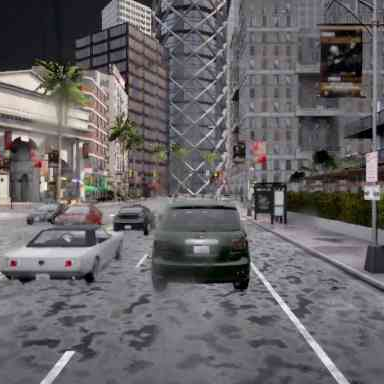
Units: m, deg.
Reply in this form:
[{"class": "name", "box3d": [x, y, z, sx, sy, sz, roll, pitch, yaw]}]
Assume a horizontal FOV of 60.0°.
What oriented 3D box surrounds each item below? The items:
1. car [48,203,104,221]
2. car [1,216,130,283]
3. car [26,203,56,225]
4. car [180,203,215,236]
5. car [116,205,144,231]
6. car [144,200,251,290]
[{"class": "car", "box3d": [-6.820, 1.525, 20.580, 1.812, 1.442, 4.674, 0, 0, 1]}, {"class": "car", "box3d": [-3.290, 1.601, 9.612, 1.895, 1.301, 4.718, 0, 0, 0]}, {"class": "car", "box3d": [-10.243, 1.541, 24.330, 1.812, 1.442, 4.674, 0, 0, 1]}, {"class": "car", "box3d": [0.305, 1.506, 19.483, 1.837, 1.490, 4.892, 0, 0, 1]}, {"class": "car", "box3d": [-3.196, 1.506, 19.172, 1.837, 1.490, 4.892, 0, 0, 1]}, {"class": "car", "box3d": [0.200, 1.222, 9.189, 2.150, 2.045, 5.566, 0, 0, 0]}]
